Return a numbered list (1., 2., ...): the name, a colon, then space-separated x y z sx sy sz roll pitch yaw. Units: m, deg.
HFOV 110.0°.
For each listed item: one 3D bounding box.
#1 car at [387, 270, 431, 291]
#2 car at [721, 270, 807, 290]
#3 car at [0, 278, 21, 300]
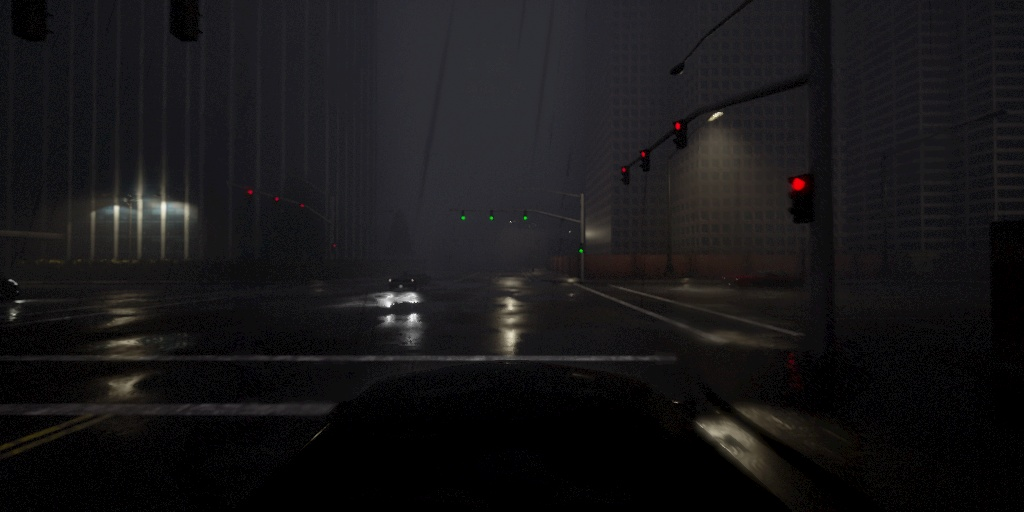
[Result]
1. car: -7.002 1.642 24.813 1.895 1.301 4.718 0 -1 0
2. car: 17.095 1.628 24.534 4.718 1.301 1.895 0 -1 0
3. car: -26.537 1.286 16.926 4.553 1.767 2.097 0 -1 0
